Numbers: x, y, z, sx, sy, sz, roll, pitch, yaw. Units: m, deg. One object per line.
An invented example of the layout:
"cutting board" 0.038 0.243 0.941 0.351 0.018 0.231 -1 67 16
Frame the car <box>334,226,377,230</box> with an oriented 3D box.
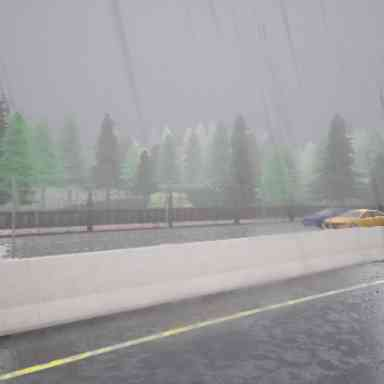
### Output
"car" 10.812 1.870 21.499 5.008 1.535 1.882 0 -1 -23
